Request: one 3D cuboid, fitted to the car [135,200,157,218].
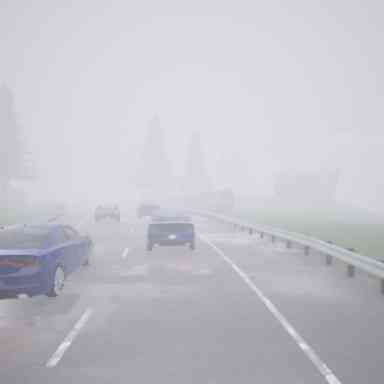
[{"bbox_3d":[-4.100,1.512,30.452,1.882,1.535,5.008,0,0,-15],"label":"car"}]

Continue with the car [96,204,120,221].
[{"bbox_3d":[-6.820,1.641,26.999,1.895,1.301,4.718,0,0,-13],"label":"car"}]

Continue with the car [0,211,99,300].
[{"bbox_3d":[-3.915,1.496,8.524,1.882,1.535,5.008,0,0,-4],"label":"car"}]

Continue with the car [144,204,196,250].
[{"bbox_3d":[-1.014,1.491,14.607,1.882,1.535,5.008,0,0,-7],"label":"car"}]
